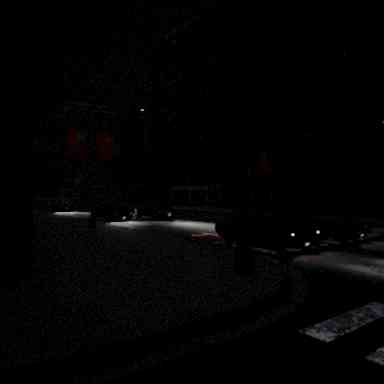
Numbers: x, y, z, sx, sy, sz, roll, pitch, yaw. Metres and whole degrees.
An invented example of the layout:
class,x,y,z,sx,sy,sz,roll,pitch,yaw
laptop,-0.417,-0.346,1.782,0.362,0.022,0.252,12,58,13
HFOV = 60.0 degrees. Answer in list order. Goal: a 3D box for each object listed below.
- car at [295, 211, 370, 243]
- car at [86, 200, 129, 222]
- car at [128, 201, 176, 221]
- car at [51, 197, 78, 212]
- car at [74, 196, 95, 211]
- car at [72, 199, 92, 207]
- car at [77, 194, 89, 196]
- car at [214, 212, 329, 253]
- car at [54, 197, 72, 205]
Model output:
class,x,y,z,sx,sy,sz,roll,pitch,yaw
car,6.083,1.633,16.521,1.895,1.301,4.718,0,0,-44
car,-6.840,1.638,28.107,2.033,1.411,5.357,0,0,-36
car,-3.224,1.581,28.647,2.128,1.511,4.902,0,0,-36
car,-15.897,1.713,40.740,1.994,1.385,4.181,0,0,-35
car,-12.973,1.646,42.240,2.128,1.511,4.902,0,0,-35
car,-18.543,1.814,55.860,1.895,1.301,4.718,0,0,-36
car,-21.928,1.473,66.133,2.150,2.045,5.566,0,0,-36
car,3.064,1.625,14.144,1.895,1.301,4.718,0,0,-33
car,-25.210,1.744,65.129,2.128,1.511,4.902,0,0,-36
